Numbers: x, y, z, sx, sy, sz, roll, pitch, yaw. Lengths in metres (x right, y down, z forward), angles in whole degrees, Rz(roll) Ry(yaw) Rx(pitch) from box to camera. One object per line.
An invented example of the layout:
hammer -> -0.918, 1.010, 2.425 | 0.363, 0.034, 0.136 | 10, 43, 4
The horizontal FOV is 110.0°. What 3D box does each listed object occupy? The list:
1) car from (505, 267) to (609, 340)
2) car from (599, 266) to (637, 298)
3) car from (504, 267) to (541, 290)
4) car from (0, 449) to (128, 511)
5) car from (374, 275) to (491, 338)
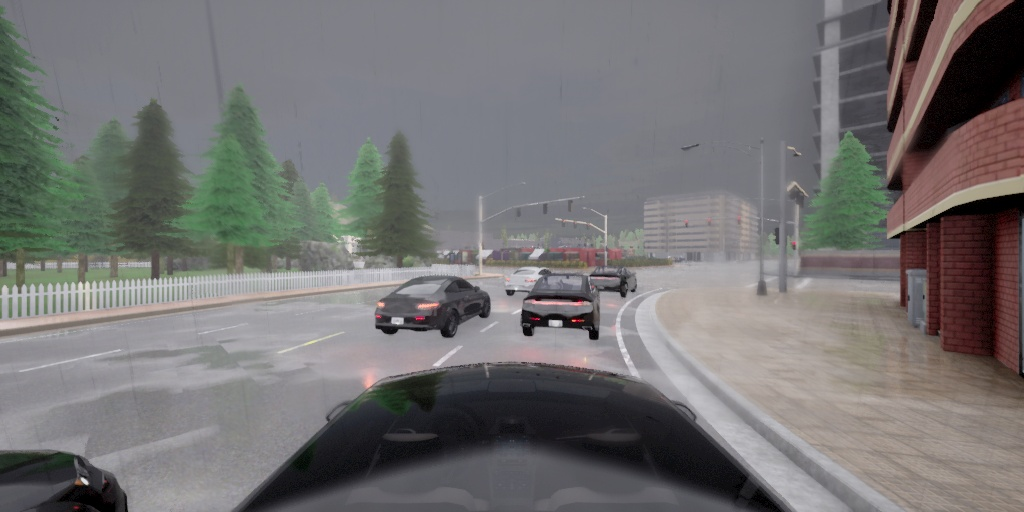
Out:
car -> 1.530, 1.240, 10.094 | 2.128, 1.511, 4.902 | 0, 0, 14
car -> 5.285, 1.239, 18.723 | 2.128, 1.511, 4.902 | 0, 0, 28
car -> 1.208, 1.273, 18.723 | 1.812, 1.442, 4.674 | 0, 0, 26
car -> -3.170, 1.314, 0.305 | 1.994, 1.385, 4.181 | 0, 0, -3
car -> -2.017, 1.275, 10.215 | 1.812, 1.442, 4.674 | 0, 0, 13
